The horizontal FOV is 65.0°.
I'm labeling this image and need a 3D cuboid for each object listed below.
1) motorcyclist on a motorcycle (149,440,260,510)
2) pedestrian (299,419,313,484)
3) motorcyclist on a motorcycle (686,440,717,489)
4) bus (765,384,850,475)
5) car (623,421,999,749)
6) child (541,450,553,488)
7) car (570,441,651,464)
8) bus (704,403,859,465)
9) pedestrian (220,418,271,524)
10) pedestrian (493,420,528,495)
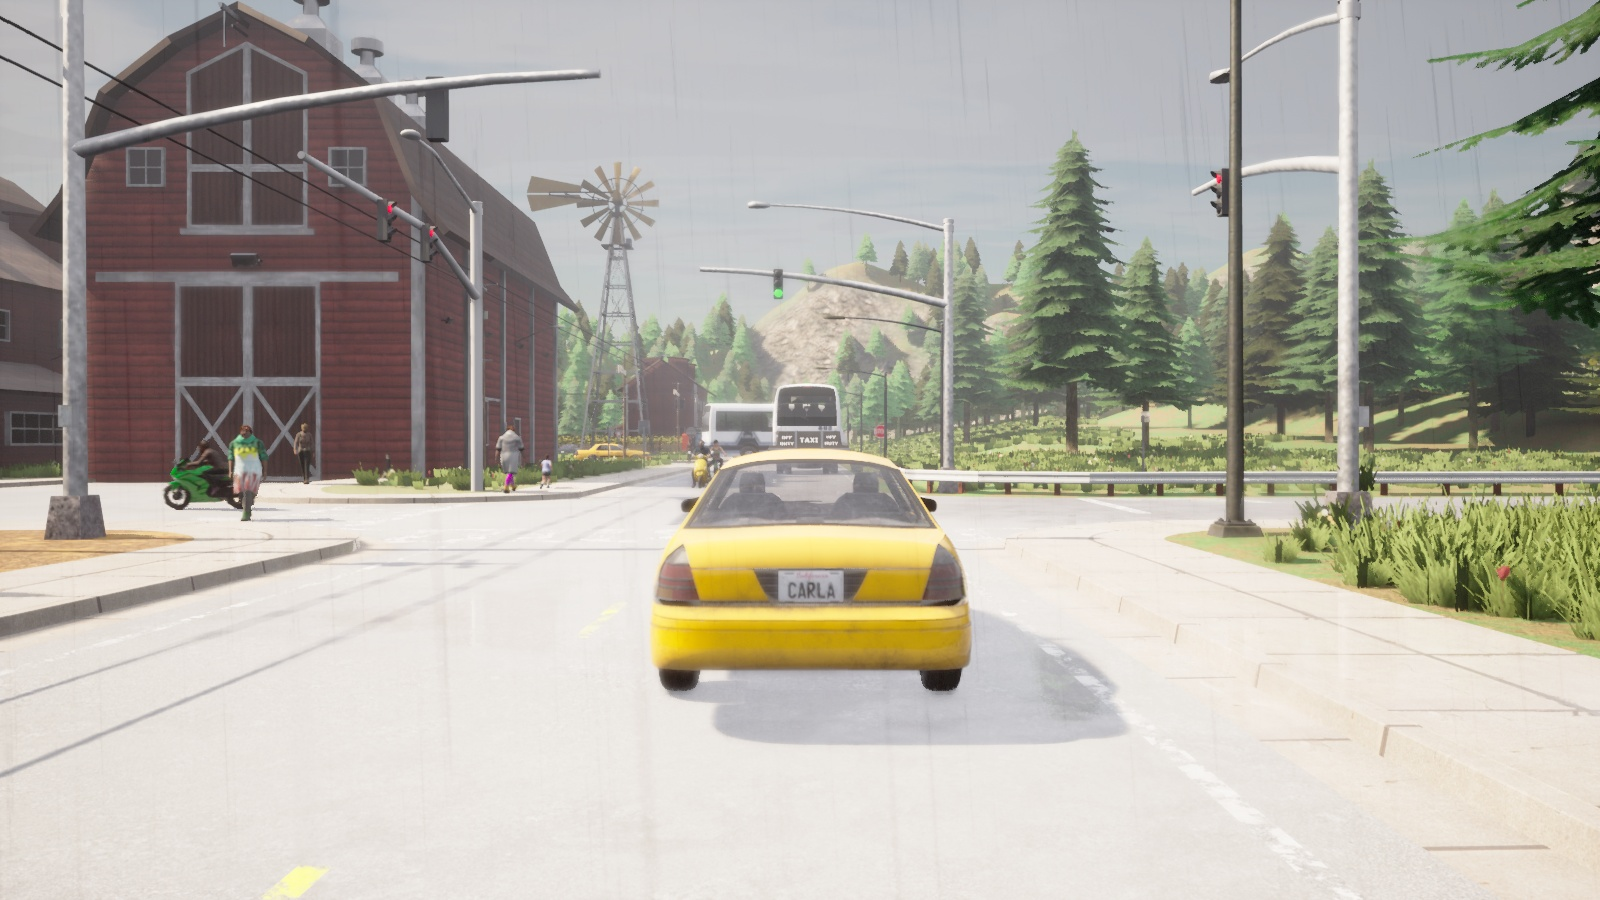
[{"bbox_3d":[-12.976,0.537,27.407,2.044,1.523,0.797,0,0,-1],"label":"motorcyclist on a motorcycle"},{"bbox_3d":[-14.107,0.044,35.868,0.331,1.846,0.634,0,0,-19],"label":"pedestrian"},{"bbox_3d":[-3.259,0.462,41.690,0.866,1.590,1.817,0,0,0],"label":"motorcyclist on a motorcycle"},{"bbox_3d":[0.361,-0.989,63.582,3.944,4.253,10.273,0,0,0],"label":"bus"},{"bbox_3d":[0.063,0.635,8.716,1.801,1.575,5.366,0,0,0],"label":"car"},{"bbox_3d":[-7.476,0.567,37.067,0.255,1.110,0.394,0,0,2],"label":"child"},{"bbox_3d":[-13.053,0.185,86.800,5.366,1.575,1.801,0,0,-1],"label":"car"},{"bbox_3d":[-1.350,-1.130,89.024,10.273,4.253,3.944,0,0,-15],"label":"bus"},{"bbox_3d":[-10.352,0.381,23.470,0.659,1.952,0.873,0,0,-9],"label":"pedestrian"},{"bbox_3d":[-7.694,0.190,33.395,0.659,1.952,0.873,0,0,7],"label":"pedestrian"}]
